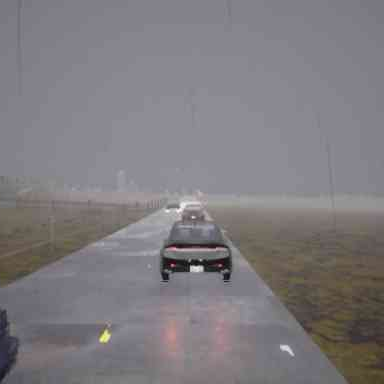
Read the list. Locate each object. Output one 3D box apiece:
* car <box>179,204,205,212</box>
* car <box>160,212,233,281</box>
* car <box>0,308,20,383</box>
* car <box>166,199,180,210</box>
[{"bbox_3d":[0.103,1.778,27.685,1.812,1.442,4.674,0,0,0],"label":"car"},{"bbox_3d":[0.102,1.602,10.182,2.128,1.511,4.902,0,0,0],"label":"car"},{"bbox_3d":[-2.849,1.565,1.367,2.033,1.411,5.357,0,-1,0],"label":"car"},{"bbox_3d":[-2.766,1.832,50.054,1.882,1.535,5.008,0,0,0],"label":"car"}]
